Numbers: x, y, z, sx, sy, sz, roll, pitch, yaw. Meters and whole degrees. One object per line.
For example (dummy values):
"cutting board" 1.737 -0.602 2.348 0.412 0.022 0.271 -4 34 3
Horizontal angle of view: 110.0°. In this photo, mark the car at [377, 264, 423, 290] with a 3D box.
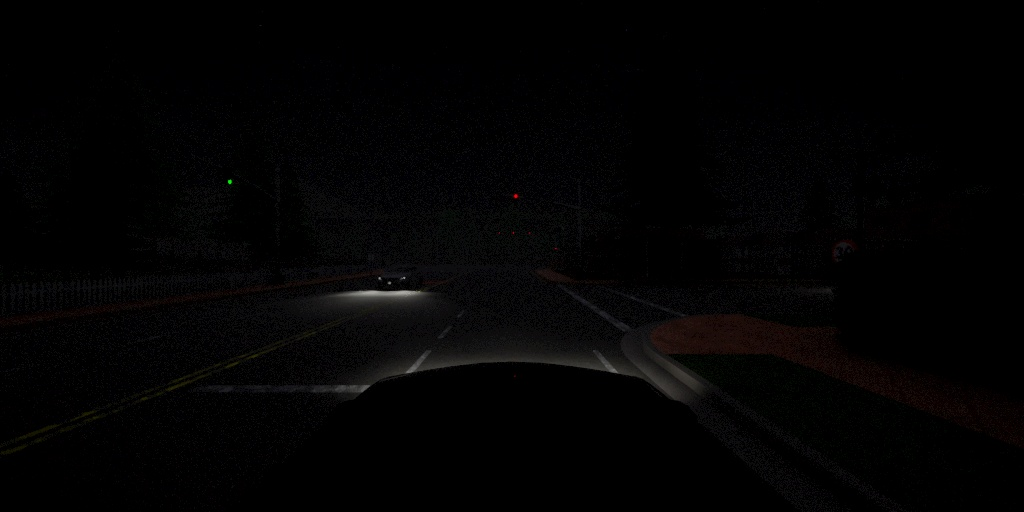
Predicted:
"car" -7.001 1.274 22.833 1.812 1.442 4.674 0 0 0
